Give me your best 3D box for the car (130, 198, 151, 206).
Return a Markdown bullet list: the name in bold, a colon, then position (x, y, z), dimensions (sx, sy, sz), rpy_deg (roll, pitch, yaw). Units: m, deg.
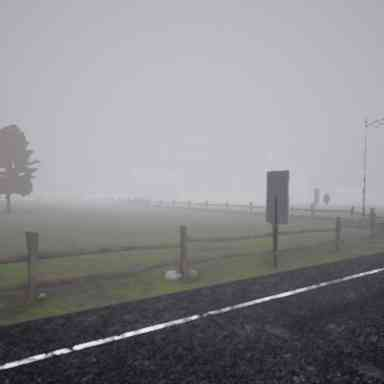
- **car**: position (-9.620, 1.785, 61.482), dimensions (2.033, 1.411, 5.357), rpy_deg (2, -1, -35)
